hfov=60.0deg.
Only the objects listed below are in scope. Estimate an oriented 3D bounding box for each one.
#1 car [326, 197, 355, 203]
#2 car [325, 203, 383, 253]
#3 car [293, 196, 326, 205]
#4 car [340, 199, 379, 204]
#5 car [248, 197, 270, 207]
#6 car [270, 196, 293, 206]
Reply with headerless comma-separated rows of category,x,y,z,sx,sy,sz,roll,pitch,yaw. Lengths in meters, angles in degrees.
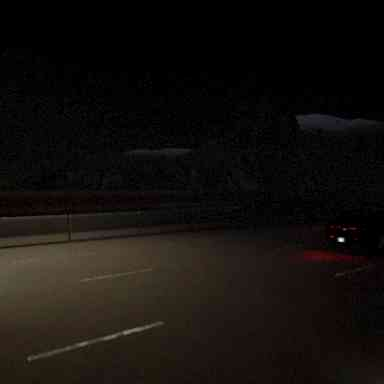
car,17.784,1.285,38.296,4.181,1.385,1.994,-1,0,-37
car,7.291,1.403,13.264,4.892,1.490,1.837,-1,1,-35
car,14.735,1.256,40.380,4.674,1.442,1.812,0,0,-36
car,11.411,1.364,20.489,4.674,1.442,1.812,-1,0,-35
car,9.922,1.339,45.502,4.718,1.301,1.895,-1,0,-36
car,13.103,1.274,43.484,5.357,1.411,2.033,-1,0,-36
